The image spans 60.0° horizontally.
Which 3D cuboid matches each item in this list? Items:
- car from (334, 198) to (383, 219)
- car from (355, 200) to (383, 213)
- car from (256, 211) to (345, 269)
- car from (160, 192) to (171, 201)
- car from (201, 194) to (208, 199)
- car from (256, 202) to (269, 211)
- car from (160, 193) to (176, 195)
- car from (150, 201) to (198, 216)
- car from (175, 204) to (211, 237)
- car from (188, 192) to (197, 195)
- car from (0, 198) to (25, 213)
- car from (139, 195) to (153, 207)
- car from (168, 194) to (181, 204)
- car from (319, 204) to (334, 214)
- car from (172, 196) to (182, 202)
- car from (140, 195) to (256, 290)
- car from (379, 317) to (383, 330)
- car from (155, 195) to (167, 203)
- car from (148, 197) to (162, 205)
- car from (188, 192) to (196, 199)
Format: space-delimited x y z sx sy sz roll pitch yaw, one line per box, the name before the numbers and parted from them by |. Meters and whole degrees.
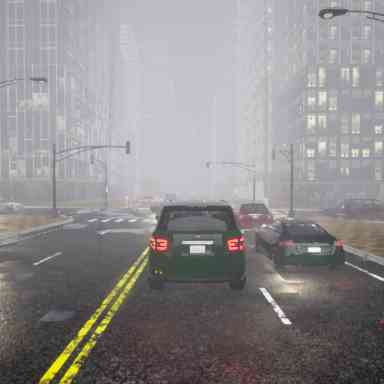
car | 16.237 1.517 30.448 5.009 1.841 2.192 1 0 1
car | 21.856 1.641 38.728 4.829 1.417 1.752 1 0 1
car | 3.363 1.558 11.148 1.994 1.385 4.181 0 0 0
car | -6.405 1.150 79.800 2.150 2.045 5.566 0 0 0
car | 3.360 1.216 91.670 1.882 1.535 5.008 0 0 0
car | 3.373 1.341 19.762 2.097 1.767 4.553 0 0 0
car | -3.301 1.183 51.771 2.150 2.045 5.566 0 0 -1
car | -1.740 1.602 33.339 4.718 1.301 1.895 1 1 1
car | 0.119 1.515 18.900 1.812 1.442 4.674 0 0 2
car | 0.098 1.439 81.675 1.812 1.442 4.674 0 0 0
car | -19.483 1.367 33.680 4.674 1.442 1.812 1 1 1
car | -6.563 1.316 49.986 2.097 1.767 4.553 0 0 1
car | -3.240 1.302 61.582 2.097 1.767 4.553 0 0 0
car | 16.766 1.660 36.224 5.357 1.411 2.033 0 1 1
car | -3.165 1.532 71.635 1.895 1.301 4.718 0 0 0
car | 0.113 1.217 9.218 2.150 2.045 5.566 0 0 0
car | 3.353 1.600 2.168 1.895 1.301 4.718 0 0 0
car | -6.417 1.417 69.230 1.882 1.535 5.008 0 0 0
car | -6.502 1.554 58.975 1.895 1.301 4.718 0 0 0
car | 0.110 0.963 91.704 2.150 2.045 5.566 0 0 0
